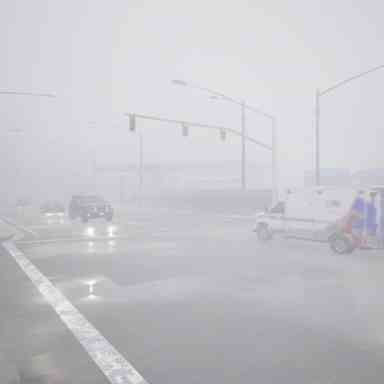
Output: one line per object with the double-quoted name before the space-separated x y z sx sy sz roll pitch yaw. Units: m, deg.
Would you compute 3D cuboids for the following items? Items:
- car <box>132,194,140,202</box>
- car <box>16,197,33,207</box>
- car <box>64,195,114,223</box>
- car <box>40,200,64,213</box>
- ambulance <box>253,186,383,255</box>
"car" -10.533 1.252 71.315 4.611 1.667 2.242 0 0 -34
"car" -26.591 1.525 52.762 1.837 1.490 4.892 0 0 -35
"car" -8.180 1.248 26.548 2.150 2.045 5.566 0 0 -35
"car" -15.542 1.588 36.996 1.994 1.385 4.181 0 0 -35
"ambulance" 5.362 1.032 13.605 2.351 2.431 6.366 0 0 -35
